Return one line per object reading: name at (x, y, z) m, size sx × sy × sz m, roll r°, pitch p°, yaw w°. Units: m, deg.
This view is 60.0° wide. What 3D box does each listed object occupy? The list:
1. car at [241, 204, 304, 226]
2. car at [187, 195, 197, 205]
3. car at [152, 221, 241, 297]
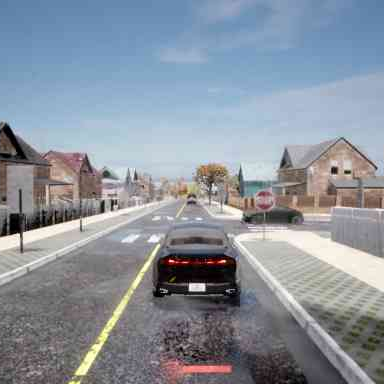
car at (5.527, 1.560, 22.983) m, size 4.181 × 1.385 × 1.994 m, roll 0°, pitch 2°, yaw -3°
car at (-0.058, 1.851, 65.885) m, size 1.895 × 1.301 × 4.718 m, roll 0°, pitch 0°, yaw 0°
car at (0.109, 1.504, 8.531) m, size 1.837 × 1.490 × 4.892 m, roll 0°, pitch 0°, yaw 0°
